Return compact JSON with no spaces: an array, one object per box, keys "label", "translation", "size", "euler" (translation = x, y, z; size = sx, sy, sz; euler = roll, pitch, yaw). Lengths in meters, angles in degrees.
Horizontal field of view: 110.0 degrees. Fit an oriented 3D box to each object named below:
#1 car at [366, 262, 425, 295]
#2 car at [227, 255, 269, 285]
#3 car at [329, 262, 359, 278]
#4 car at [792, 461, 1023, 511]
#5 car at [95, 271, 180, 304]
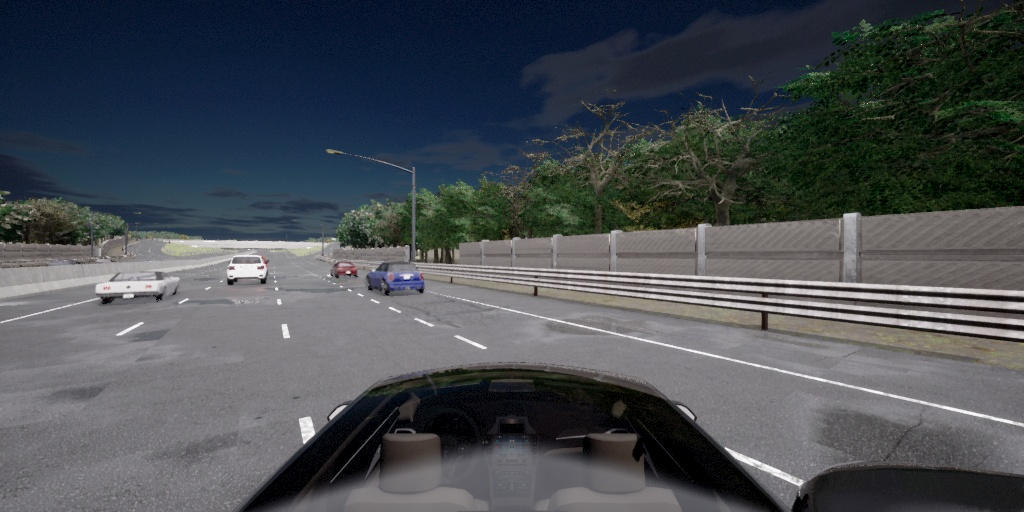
[{"label":"car","translation":[-6.578,1.100,19.916],"size":[2.097,1.767,4.553],"euler":[0,0,-36]},{"label":"car","translation":[-19.283,0.957,26.244],"size":[2.150,2.045,5.566],"euler":[0,0,-34]},{"label":"car","translation":[-15.695,1.259,33.466],"size":[1.812,1.442,4.674],"euler":[0,0,-34]},{"label":"car","translation":[2.984,1.315,0.502],"size":[4.181,1.385,1.994],"euler":[0,0,34]},{"label":"car","translation":[-17.002,1.343,16.579],"size":[1.895,1.301,4.718],"euler":[0,0,-34]}]
